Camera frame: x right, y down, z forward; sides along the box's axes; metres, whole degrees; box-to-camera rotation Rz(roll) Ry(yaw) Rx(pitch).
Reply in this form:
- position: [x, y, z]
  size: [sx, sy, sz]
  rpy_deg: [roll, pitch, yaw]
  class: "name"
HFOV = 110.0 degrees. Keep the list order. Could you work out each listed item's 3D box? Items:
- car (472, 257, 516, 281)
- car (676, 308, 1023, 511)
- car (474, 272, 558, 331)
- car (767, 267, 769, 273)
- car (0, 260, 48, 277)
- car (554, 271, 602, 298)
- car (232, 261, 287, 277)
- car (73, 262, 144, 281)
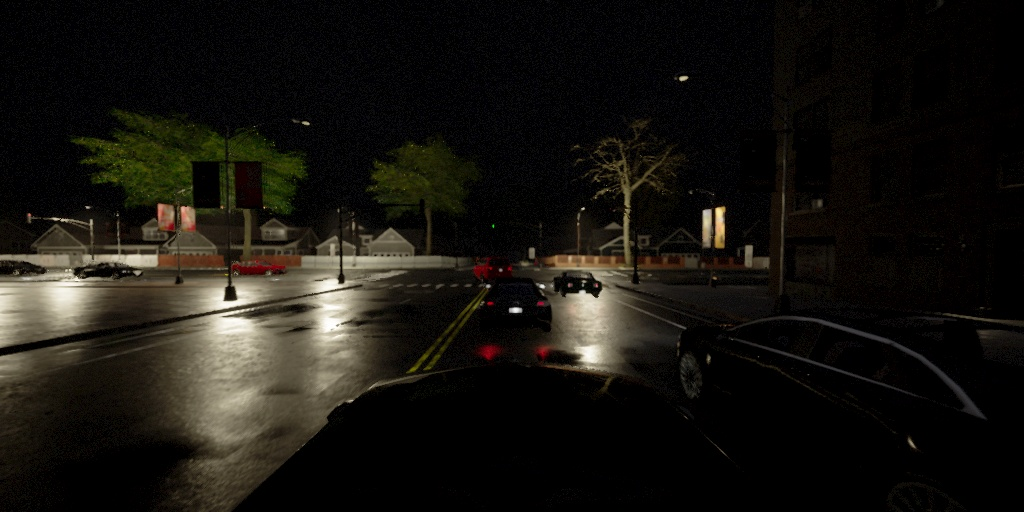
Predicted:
- position: [-1.642, 1.122, 28.594]
  size: [2.150, 2.045, 5.566]
  rpy_deg: [0, 0, -18]
  class: "car"
- position: [3.352, 1.249, 3.442]
  size: [2.128, 1.511, 4.902]
  rpy_deg: [0, 0, 0]
  class: "car"
- position: [0.097, 1.361, 11.142]
  size: [1.994, 1.385, 4.181]
  rpy_deg: [0, 0, 0]
  class: "car"
- position: [29.551, 1.307, 37.629]
  size: [4.902, 1.511, 2.128]
  rpy_deg: [0, 2, 0]
  class: "car"
- position: [-47.843, 1.171, 34.465]
  size: [4.892, 1.490, 1.837]
  rpy_deg: [0, 2, 1]
  class: "car"
- position: [3.348, 1.445, 19.224]
  size: [1.895, 1.301, 4.718]
  rpy_deg: [0, 0, 0]
  class: "car"
- position: [-24.301, 1.199, 34.324]
  size: [5.008, 1.535, 1.882]
  rpy_deg: [0, 2, 0]
  class: "car"
- position: [-34.898, 1.291, 31.111]
  size: [4.902, 1.511, 2.128]
  rpy_deg: [0, 2, 0]
  class: "car"
